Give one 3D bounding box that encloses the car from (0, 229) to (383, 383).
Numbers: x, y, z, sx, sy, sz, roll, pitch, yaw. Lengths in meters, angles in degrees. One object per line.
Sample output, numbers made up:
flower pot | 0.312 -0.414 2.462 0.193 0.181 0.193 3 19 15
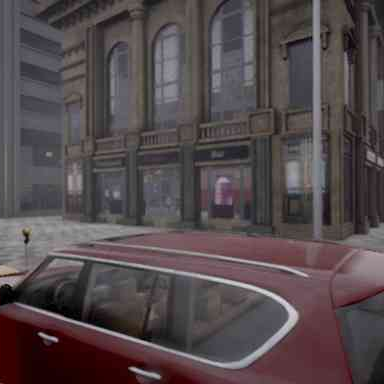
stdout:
car | -0.489 1.326 3.313 5.009 1.841 2.192 0 0 36
